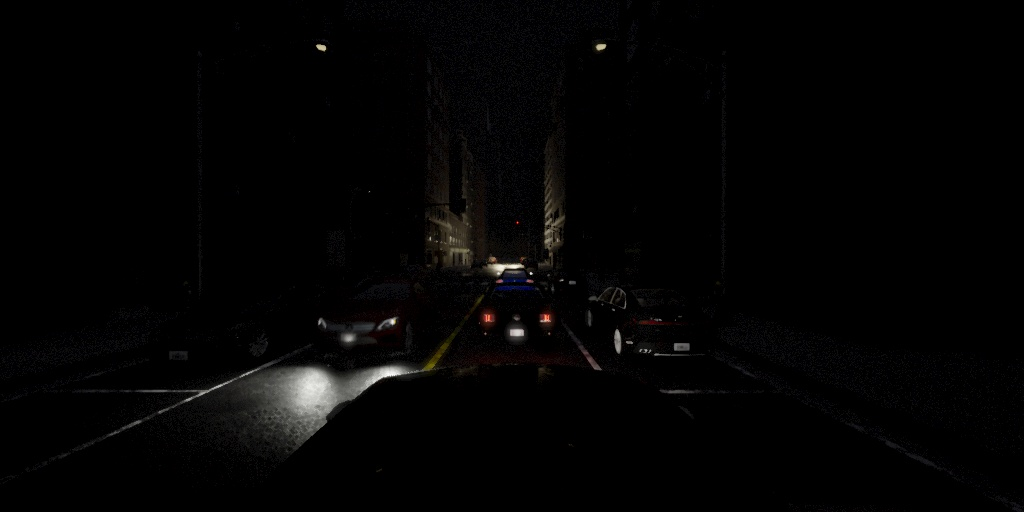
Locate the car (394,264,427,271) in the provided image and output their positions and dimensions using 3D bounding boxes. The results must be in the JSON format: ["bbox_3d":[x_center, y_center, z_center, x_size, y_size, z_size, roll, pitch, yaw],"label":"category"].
[{"bbox_3d":[-5.618,1.189,19.261,1.967,1.591,4.097,0,0,0],"label":"car"}]

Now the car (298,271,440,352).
[{"bbox_3d":[-3.061,1.275,9.077,1.812,1.442,4.674,0,0,0],"label":"car"}]

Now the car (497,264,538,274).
[{"bbox_3d":[0.145,1.313,18.617,1.994,1.385,4.181,0,0,1],"label":"car"}]

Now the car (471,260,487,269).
[{"bbox_3d":[-5.475,1.363,56.363,1.802,1.307,4.207,0,0,0],"label":"car"}]

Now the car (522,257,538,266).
[{"bbox_3d":[3.050,1.221,56.325,1.967,1.591,4.097,0,0,0],"label":"car"}]

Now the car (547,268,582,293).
[{"bbox_3d":[2.907,1.315,19.236,1.948,1.339,4.313,0,0,0],"label":"car"}]

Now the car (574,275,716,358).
[{"bbox_3d":[2.875,1.300,8.234,2.007,1.370,4.403,0,0,0],"label":"car"}]

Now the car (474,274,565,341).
[{"bbox_3d":[0.118,1.350,9.858,1.895,1.301,4.718,0,0,0],"label":"car"}]

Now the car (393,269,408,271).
[{"bbox_3d":[-5.635,1.331,13.760,1.802,1.307,4.207,0,0,0],"label":"car"}]

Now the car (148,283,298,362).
[{"bbox_3d":[-5.650,1.315,8.258,1.948,1.339,4.313,0,0,0],"label":"car"}]
